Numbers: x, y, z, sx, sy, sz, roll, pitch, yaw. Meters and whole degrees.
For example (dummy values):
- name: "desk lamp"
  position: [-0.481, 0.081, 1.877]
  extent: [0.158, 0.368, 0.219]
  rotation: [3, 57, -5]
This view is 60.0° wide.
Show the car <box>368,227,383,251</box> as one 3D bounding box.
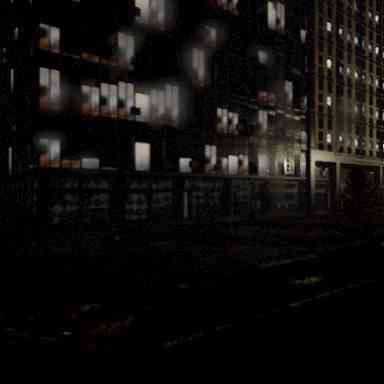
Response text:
- name: "car"
  position: [8.492, 1.437, 12.611]
  extent: [4.829, 1.417, 1.752]
  rotation: [0, 1, -35]

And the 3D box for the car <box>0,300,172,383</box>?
- name: "car"
  position: [-2.454, 1.485, 1.627]
  extent: [5.008, 1.535, 1.882]
  rotation: [0, 0, -35]
